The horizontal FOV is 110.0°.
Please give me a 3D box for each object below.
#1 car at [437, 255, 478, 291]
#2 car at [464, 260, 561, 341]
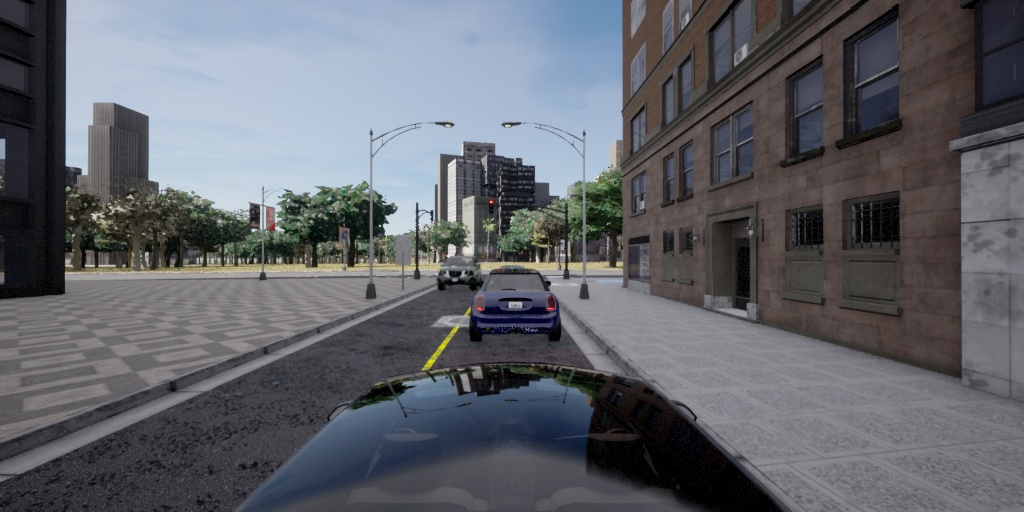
[{"bbox_3d":[-3.126,0.978,22.337,2.150,2.045,5.566,0,0,0],"label":"car"},{"bbox_3d":[0.057,1.103,10.018,2.097,1.767,4.553,0,0,-1],"label":"car"}]
